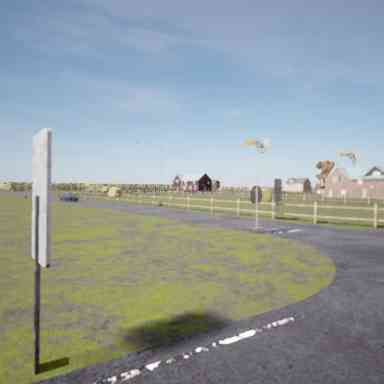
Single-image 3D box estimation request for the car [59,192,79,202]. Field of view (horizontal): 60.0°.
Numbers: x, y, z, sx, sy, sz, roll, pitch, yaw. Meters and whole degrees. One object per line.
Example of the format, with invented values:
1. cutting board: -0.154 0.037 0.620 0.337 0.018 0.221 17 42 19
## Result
1. car: -18.525 0.726 50.006 1.994 1.385 4.181 1 1 -36
